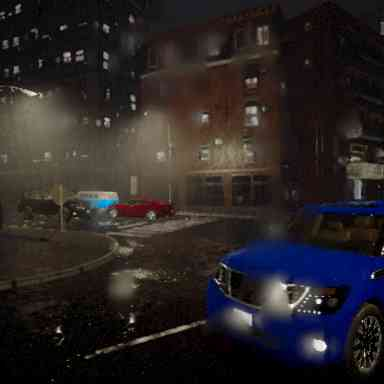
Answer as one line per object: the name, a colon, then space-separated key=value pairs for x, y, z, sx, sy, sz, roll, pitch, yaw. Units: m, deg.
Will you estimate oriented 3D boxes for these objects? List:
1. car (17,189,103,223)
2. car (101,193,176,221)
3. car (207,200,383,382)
car: x=-8.958 y=0.823 z=21.937 sx=5.566 sy=2.045 sz=2.150 roll=1 pitch=1 yaw=25
car: x=-3.525 y=1.097 z=22.980 sx=5.008 sy=1.535 sz=1.882 roll=1 pitch=1 yaw=24
car: x=2.868 y=1.194 z=5.786 sx=5.566 sy=2.045 sz=2.150 roll=0 pitch=0 yaw=-36
